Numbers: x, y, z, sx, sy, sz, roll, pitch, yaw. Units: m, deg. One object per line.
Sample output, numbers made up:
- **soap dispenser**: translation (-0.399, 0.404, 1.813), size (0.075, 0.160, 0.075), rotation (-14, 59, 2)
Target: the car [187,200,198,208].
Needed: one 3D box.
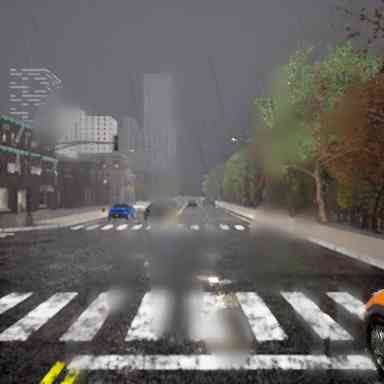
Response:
- **car**: translation (0.096, 2.149, 61.263), size (2.033, 1.411, 5.357), rotation (0, -1, 0)

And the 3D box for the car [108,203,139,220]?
- **car**: translation (-6.611, 1.790, 31.560), size (1.882, 1.535, 5.008), rotation (0, -1, -1)

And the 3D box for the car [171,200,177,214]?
- **car**: translation (-3.351, 1.975, 41.642), size (1.994, 1.385, 4.181), rotation (0, -1, 0)

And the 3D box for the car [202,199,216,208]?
- **car**: translation (3.345, 2.096, 61.547), size (2.128, 1.511, 4.902), rotation (0, -1, 0)

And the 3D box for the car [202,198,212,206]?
- **car**: translation (3.249, 2.180, 71.711), size (1.882, 1.535, 5.008), rotation (0, -1, 0)

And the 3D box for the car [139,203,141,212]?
- **car**: translation (-6.601, 2.011, 41.607), size (1.895, 1.301, 4.718), rotation (0, -1, 0)

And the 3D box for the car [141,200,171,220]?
- **car**: translation (-3.353, 1.791, 31.681), size (1.882, 1.535, 5.008), rotation (0, -1, 0)

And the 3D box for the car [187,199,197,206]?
- **car**: translation (-0.001, 2.298, 71.755), size (1.895, 1.301, 4.718), rotation (0, -1, 0)

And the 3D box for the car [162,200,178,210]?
- **car**: translation (-3.344, 1.999, 51.618), size (2.128, 1.511, 4.902), rotation (0, -1, 0)

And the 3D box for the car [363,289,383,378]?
- **car**: translation (3.351, 1.379, 2.651), size (2.097, 1.767, 4.553), rotation (0, -1, 0)
